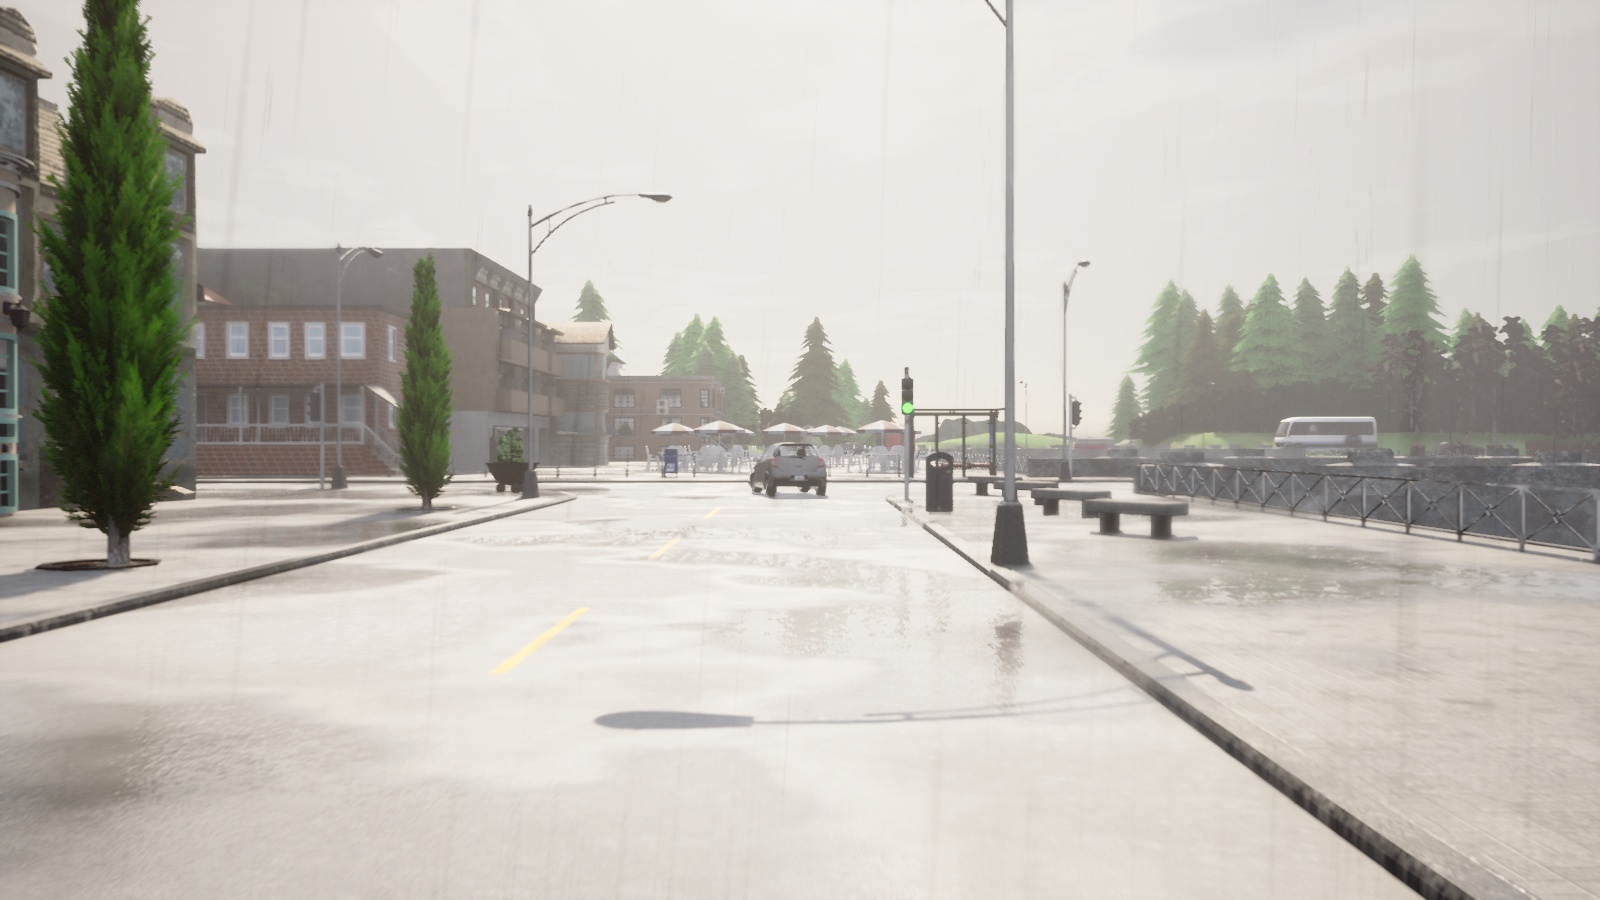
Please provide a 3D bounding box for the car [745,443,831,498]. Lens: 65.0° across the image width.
[{"bbox_3d":[-0.390,0.556,36.204,1.845,1.501,3.633,0,0,-11],"label":"car"}]
